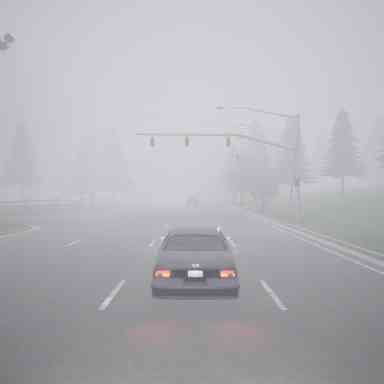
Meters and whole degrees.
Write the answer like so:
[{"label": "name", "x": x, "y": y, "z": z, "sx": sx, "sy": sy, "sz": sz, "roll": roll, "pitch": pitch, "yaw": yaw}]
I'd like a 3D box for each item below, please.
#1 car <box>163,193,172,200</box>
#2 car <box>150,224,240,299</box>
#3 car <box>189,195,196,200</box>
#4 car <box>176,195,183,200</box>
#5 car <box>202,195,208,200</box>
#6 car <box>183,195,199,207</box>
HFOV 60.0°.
[{"label": "car", "x": -6.847, "y": 1.215, "z": 94.169, "sx": 2.150, "sy": 2.045, "sz": 5.566, "roll": 0, "pitch": 0, "yaw": 0}, {"label": "car", "x": 0.080, "y": 1.546, "z": 8.612, "sx": 2.033, "sy": 1.411, "sz": 5.357, "roll": 0, "pitch": 0, "yaw": 1}, {"label": "car", "x": 0.153, "y": 1.530, "z": 94.127, "sx": 2.033, "sy": 1.411, "sz": 5.357, "roll": 0, "pitch": 0, "yaw": 0}, {"label": "car", "x": -3.347, "y": 1.514, "z": 94.133, "sx": 1.812, "sy": 1.442, "sz": 4.674, "roll": 0, "pitch": 0, "yaw": 0}, {"label": "car", "x": 3.653, "y": 1.490, "z": 94.121, "sx": 1.837, "sy": 1.490, "sz": 4.892, "roll": 0, "pitch": 0, "yaw": 0}, {"label": "car", "x": 0.083, "y": 1.346, "z": 52.651, "sx": 2.097, "sy": 1.767, "sz": 4.553, "roll": 0, "pitch": 0, "yaw": 0}]
